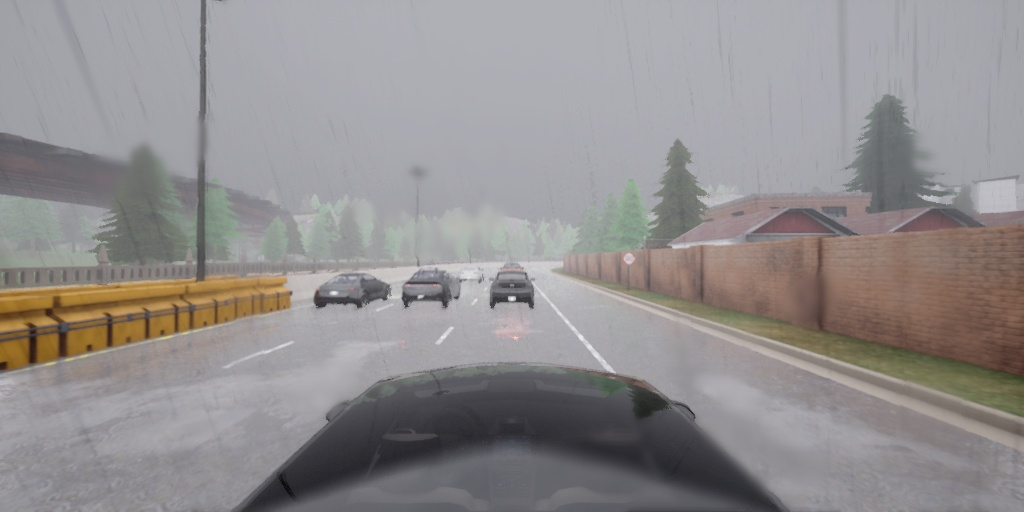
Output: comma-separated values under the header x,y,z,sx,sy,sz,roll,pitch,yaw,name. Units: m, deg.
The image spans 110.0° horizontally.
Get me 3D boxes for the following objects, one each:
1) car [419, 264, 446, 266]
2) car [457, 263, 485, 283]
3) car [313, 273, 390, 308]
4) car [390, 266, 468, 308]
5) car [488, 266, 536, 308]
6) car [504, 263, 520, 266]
x,y,z,sx,sy,sz,roll,pitch,yaw,name
-6.993,1.625,30.960,1.895,1.301,4.718,0,0,0,car
-3.489,1.552,31.227,1.812,1.442,4.674,0,0,0,car
-6.995,1.449,16.111,1.994,1.385,4.181,0,0,0,car
-3.494,1.378,16.154,2.128,1.511,4.902,0,0,0,car
0.005,1.393,16.156,1.837,1.490,4.892,0,0,0,car
0.008,1.374,30.938,2.097,1.767,4.553,0,-1,0,car
